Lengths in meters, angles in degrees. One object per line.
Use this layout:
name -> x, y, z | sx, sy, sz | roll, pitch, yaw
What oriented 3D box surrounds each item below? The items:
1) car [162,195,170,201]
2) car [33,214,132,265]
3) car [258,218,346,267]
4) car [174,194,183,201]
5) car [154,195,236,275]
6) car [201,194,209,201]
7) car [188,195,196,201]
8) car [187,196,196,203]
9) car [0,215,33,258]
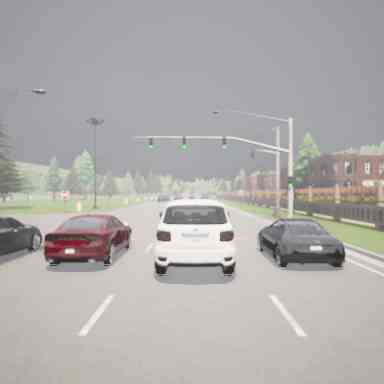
car -> -7.021, 1.596, 89.049 | 1.837, 1.490, 4.892 | 0, 0, 0
car -> -3.420, 1.513, 11.804 | 1.882, 1.535, 5.008 | 0, 0, 0
car -> 3.579, 1.598, 11.571 | 1.994, 1.385, 4.181 | 0, 0, 0
car -> -3.521, 1.451, 89.020 | 2.097, 1.767, 4.553 | 0, 0, 0
car -> 0.079, 1.253, 10.701 | 2.150, 2.045, 5.566 | 0, 0, 0
car -> 3.479, 1.451, 89.022 | 2.097, 1.767, 4.553 | 0, 0, 0
car -> -0.021, 1.636, 89.050 | 2.033, 1.411, 5.357 | 0, 0, 0
car -> -0.018, 1.764, 78.630 | 2.033, 1.411, 5.357 | 0, 0, 0
car -> -6.921, 1.539, 11.376 | 1.837, 1.490, 4.892 | 0, 0, 0
